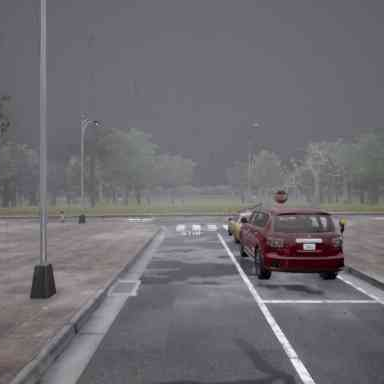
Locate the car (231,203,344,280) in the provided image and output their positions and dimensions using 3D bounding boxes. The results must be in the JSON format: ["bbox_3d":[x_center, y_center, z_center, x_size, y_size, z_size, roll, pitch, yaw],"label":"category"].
[{"bbox_3d":[2.650,1.314,9.886,2.192,1.841,5.009,0,0,0],"label":"car"}]

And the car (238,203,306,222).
[{"bbox_3d":[6.030,1.525,25.539,4.718,1.301,1.895,-1,0,0],"label":"car"}]

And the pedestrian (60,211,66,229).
[{"bbox_3d":[-7.498,1.588,19.386,0.500,1.100,0.500,0,0,0],"label":"pedestrian"}]

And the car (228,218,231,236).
[{"bbox_3d":[2.658,1.525,15.602,1.752,1.417,4.829,0,0,0],"label":"car"}]
